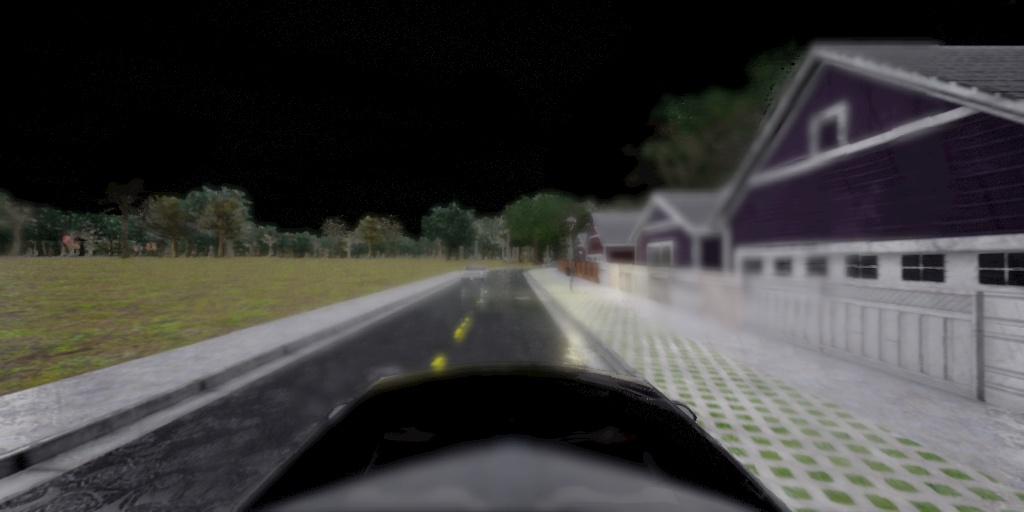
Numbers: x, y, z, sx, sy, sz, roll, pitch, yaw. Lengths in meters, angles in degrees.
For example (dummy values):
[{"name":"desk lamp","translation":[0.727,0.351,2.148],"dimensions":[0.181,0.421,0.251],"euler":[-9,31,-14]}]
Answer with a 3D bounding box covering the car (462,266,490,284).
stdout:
[{"name":"car","translation":[-2.843,1.454,28.744],"dimensions":[1.895,1.301,4.718],"euler":[0,0,0]}]
